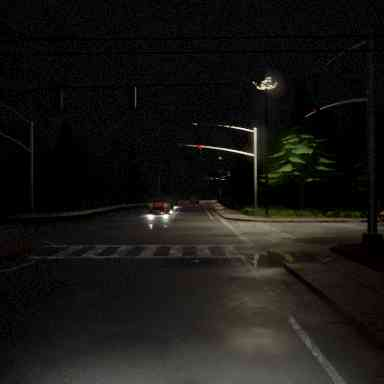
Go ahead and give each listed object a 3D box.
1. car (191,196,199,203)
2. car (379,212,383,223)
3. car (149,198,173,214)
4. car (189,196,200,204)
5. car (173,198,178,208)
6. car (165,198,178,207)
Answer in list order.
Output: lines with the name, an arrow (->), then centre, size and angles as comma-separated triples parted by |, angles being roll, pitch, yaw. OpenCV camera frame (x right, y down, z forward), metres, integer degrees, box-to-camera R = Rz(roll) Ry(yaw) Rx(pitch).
car -> 0.708, 1.631, 75.730 | 1.837, 1.490, 4.892 | 0, 0, 2
car -> 15.165, 1.484, 22.084 | 5.008, 1.535, 1.882 | 0, 0, 1
car -> -3.577, 1.468, 37.301 | 2.097, 1.767, 4.553 | 0, 0, 0
car -> 0.379, 1.691, 65.423 | 1.812, 1.442, 4.674 | 0, 0, 2
car -> -3.552, 1.632, 47.102 | 2.128, 1.511, 4.902 | 0, 0, 0
car -> -3.449, 1.729, 57.102 | 1.994, 1.385, 4.181 | 0, 0, 1
